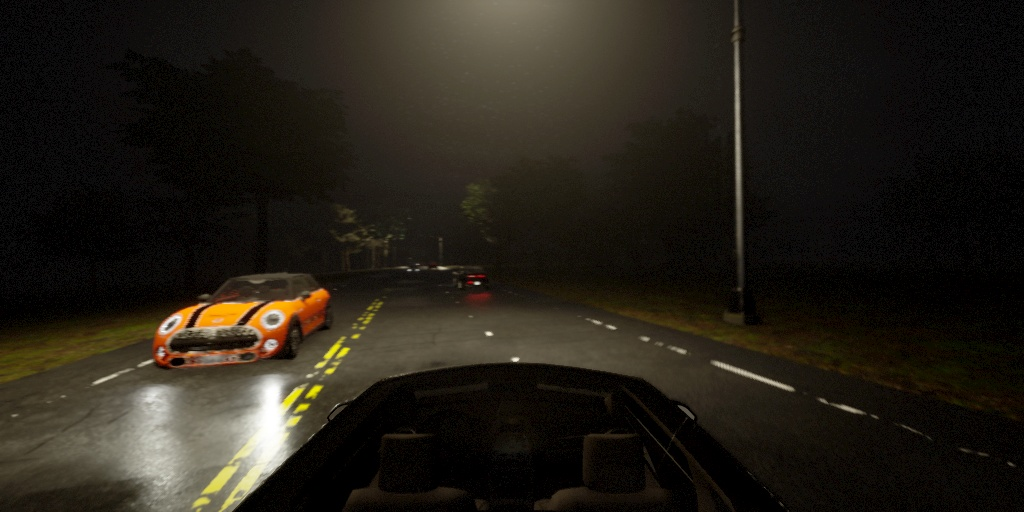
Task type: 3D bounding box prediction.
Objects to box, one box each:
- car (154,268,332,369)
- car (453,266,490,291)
[{"bbox_3d":[-5.739,1.204,8.326,2.097,1.767,4.553,0,0,-15],"label":"car"},{"bbox_3d":[-2.739,1.408,23.834,1.837,1.490,4.892,0,0,-15],"label":"car"}]
